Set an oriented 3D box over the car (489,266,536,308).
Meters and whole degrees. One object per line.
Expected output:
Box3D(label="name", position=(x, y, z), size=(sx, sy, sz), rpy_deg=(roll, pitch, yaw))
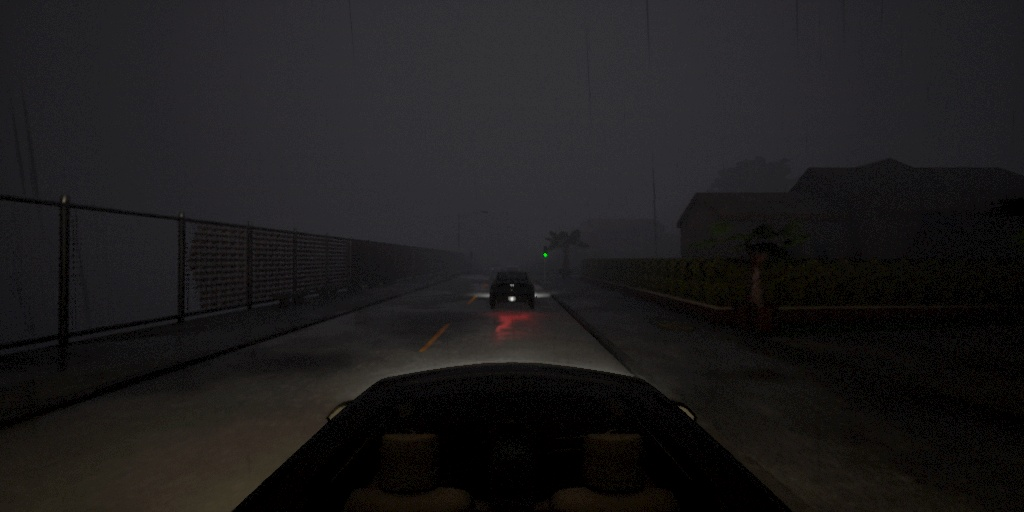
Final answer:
Box3D(label="car", position=(0.013, 1.393, 16.149), size=(1.837, 1.490, 4.892), rpy_deg=(0, 0, 0))
